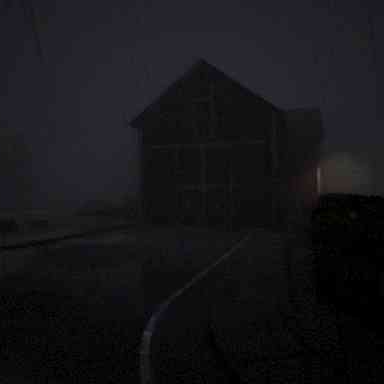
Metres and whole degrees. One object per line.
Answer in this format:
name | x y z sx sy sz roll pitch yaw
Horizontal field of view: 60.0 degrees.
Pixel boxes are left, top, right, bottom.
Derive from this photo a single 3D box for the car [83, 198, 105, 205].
car | -12.565 1.571 43.575 1.816 1.474 4.193 -6 -1 15
